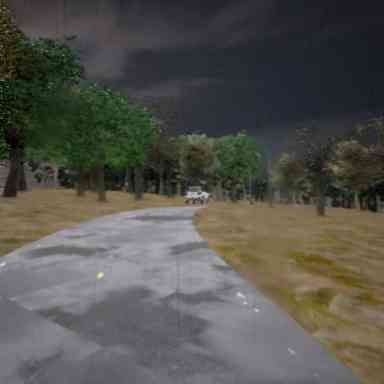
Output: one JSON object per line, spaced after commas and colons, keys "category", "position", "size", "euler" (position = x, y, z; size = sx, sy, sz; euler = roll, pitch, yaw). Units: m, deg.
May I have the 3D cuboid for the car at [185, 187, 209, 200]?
{"category": "car", "position": [0.692, 0.391, 41.531], "size": [2.150, 2.045, 5.566], "euler": [-3, -1, 14]}

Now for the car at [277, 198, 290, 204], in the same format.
{"category": "car", "position": [21.035, 2.090, 77.032], "size": [2.097, 1.767, 4.553], "euler": [-5, -5, 37]}
